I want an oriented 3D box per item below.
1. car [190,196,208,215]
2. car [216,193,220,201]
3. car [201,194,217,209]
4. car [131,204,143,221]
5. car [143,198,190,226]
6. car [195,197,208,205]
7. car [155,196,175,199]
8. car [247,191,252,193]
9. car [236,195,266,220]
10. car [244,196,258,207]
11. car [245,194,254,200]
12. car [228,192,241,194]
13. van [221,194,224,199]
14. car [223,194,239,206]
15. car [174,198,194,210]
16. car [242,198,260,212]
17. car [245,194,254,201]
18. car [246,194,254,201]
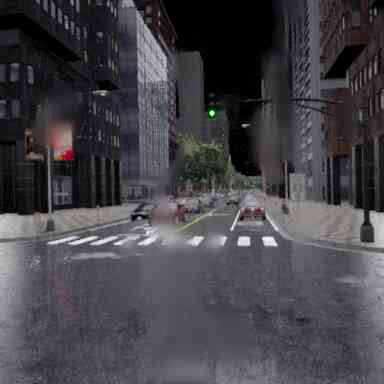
[{"bbox_3d":[0.101,1.472,33.698,1.837,1.490,4.892,-1,0,9],"label":"car"},{"bbox_3d":[4.492,1.251,75.717,2.192,1.841,5.009,-1,0,10],"label":"car"},{"bbox_3d":[1.833,1.445,43.882,1.837,1.490,4.892,-1,0,10],"label":"car"},{"bbox_3d":[-3.659,1.605,27.568,1.947,1.339,4.313,-1,0,10],"label":"car"},{"bbox_3d":[-1.635,1.470,23.528,1.882,1.535,5.008,-1,0,9],"label":"car"},{"bbox_3d":[1.779,1.547,59.667,1.802,1.307,4.206,-1,0,10],"label":"car"},{"bbox_3d":[-2.759,1.341,32.918,2.192,1.841,5.009,-1,0,10],"label":"car"},{"bbox_3d":[11.990,1.209,68.932,1.967,1.590,4.097,-1,0,10],"label":"car"},{"bbox_3d":[4.741,1.302,26.142,1.967,1.590,4.097,-1,0,10],"label":"car"},{"bbox_3d":[8.368,1.356,47.536,1.887,1.381,4.507,-1,0,10],"label":"car"},{"bbox_3d":[14.712,1.294,84.977,2.008,1.369,4.403,-1,0,10],"label":"car"},{"bbox_3d":[8.135,1.330,62.681,2.128,1.511,4.902,-1,0,10],"label":"car"},{"bbox_3d":[7.212,1.253,91.766,1.690,1.788,3.998,-1,0,10],"label":"van"},{"bbox_3d":[6.471,1.458,52.854,1.895,1.301,4.718,-1,0,10],"label":"car"},{"bbox_3d":[-0.969,1.525,43.450,1.752,1.417,4.829,-1,0,10],"label":"car"},{"bbox_3d":[6.557,1.418,36.839,1.802,1.307,4.206,-1,0,10],"label":"car"},{"bbox_3d":[12.896,1.200,74.280,1.967,1.590,4.097,-1,0,10],"label":"car"},{"bbox_3d":[13.804,1.296,79.629,1.887,1.381,4.507,-1,0,10],"label":"car"}]
